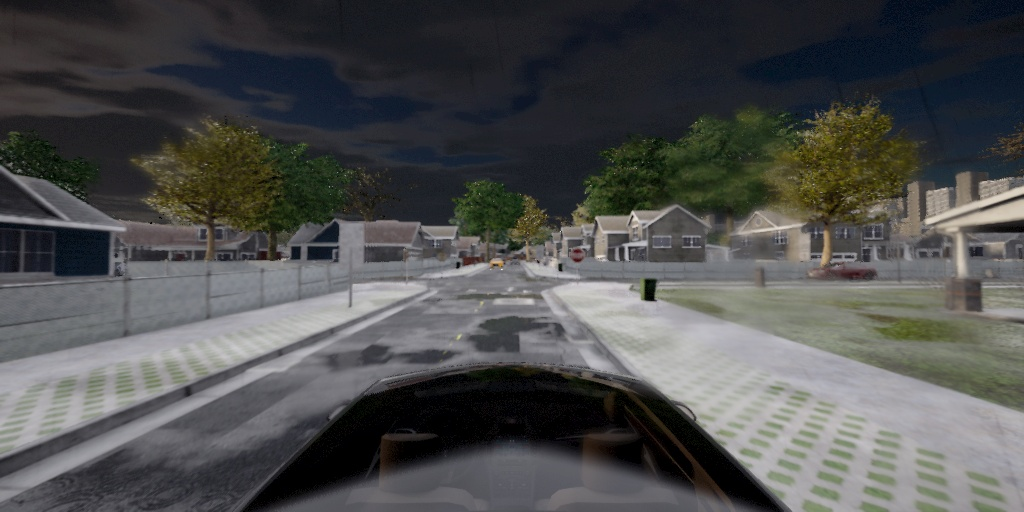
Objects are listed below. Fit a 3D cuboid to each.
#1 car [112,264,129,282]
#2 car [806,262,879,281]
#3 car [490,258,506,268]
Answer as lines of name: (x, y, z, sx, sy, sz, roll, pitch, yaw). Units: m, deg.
car: (-28.359, 1.250, 25.762, 5.357, 1.411, 2.033, 0, -1, 1)
car: (25.600, 1.190, 27.842, 4.674, 1.442, 1.812, 0, -1, 1)
car: (-2.332, 1.075, 54.883, 1.882, 1.535, 5.008, 0, 0, 1)
